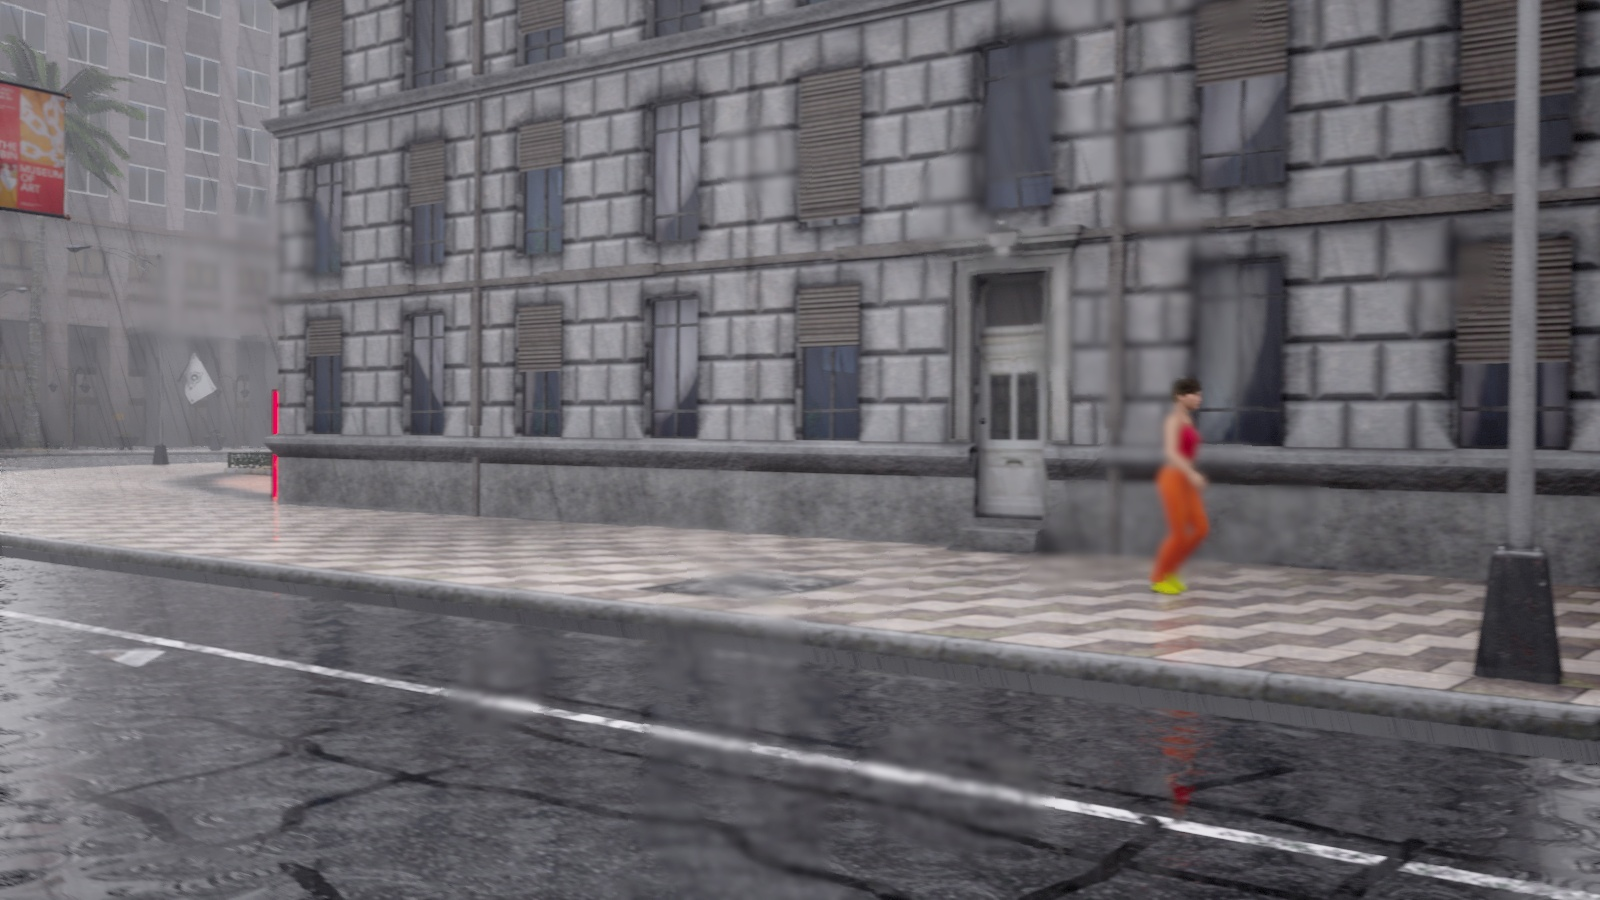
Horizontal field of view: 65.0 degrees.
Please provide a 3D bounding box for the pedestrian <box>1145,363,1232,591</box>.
[{"bbox_3d":[3.233,0.216,10.461,0.594,1.836,0.345,0,1,40],"label":"pedestrian"}]
